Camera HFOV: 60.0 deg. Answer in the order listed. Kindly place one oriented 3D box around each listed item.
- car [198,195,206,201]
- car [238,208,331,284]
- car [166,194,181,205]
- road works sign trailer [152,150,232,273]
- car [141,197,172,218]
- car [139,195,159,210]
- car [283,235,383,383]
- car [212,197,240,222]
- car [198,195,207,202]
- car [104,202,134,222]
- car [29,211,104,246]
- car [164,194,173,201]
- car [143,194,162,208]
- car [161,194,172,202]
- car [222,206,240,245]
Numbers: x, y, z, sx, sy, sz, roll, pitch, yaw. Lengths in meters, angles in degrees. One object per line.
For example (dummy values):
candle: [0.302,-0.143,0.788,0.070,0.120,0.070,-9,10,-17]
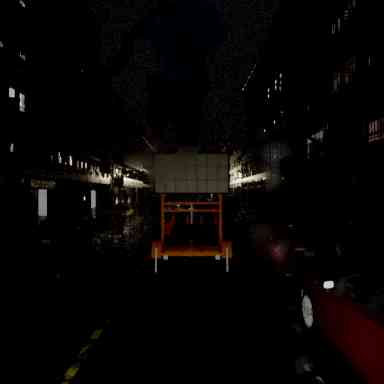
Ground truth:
car: [2.592,1.516,88.449,1.887,1.381,4.507,0,0,0]
car: [2.682,1.440,9.540,1.967,1.590,4.097,0,0,0]
car: [-3.065,1.208,58.419,2.150,2.045,5.566,0,0,0]
road works sign trailer: [-0.011,0.464,10.669,2.380,3.560,2.880,0,0,0]
car: [-3.135,1.474,30.410,1.882,1.535,5.008,0,0,0]
car: [-5.737,1.432,43.353,1.967,1.590,4.097,0,0,0]
car: [2.689,1.545,3.903,1.887,1.381,4.507,0,0,0]
car: [2.664,1.312,26.449,2.192,1.841,5.009,0,0,0]
car: [2.604,1.503,77.346,1.752,1.417,4.829,0,0,0]
car: [-5.718,1.523,26.272,1.752,1.417,4.829,0,0,0]
car: [-5.705,1.565,15.169,1.947,1.339,4.313,0,0,0]
car: [-5.782,1.415,82.806,1.967,1.590,4.097,0,0,0]
car: [-5.743,1.305,48.989,2.192,1.841,5.009,0,0,0]
car: [-5.775,1.293,77.171,2.192,1.841,5.009,0,0,0]
car: [2.676,1.550,15.176,2.008,1.369,4.403,0,0,0]
